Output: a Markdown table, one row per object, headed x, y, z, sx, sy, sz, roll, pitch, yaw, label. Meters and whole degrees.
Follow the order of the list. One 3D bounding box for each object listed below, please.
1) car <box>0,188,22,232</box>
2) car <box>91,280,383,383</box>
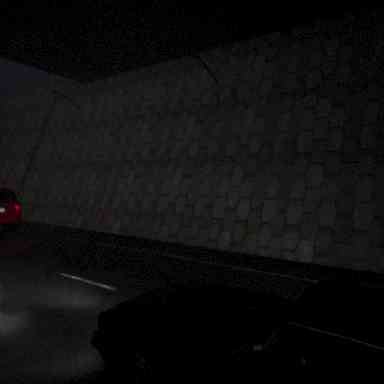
| x | y | z | sx | sy | sz | roll | pitch | yaw | label |
| --- | --- | --- | --- | --- | --- | --- | --- | --- | --- |
| -10.209 | 0.790 | 15.600 | 5.566 | 2.045 | 2.150 | 2 | 1 | 36 | car |
| 1.212 | 1.582 | 3.130 | 4.718 | 1.301 | 1.895 | 2 | 1 | 36 | car |
